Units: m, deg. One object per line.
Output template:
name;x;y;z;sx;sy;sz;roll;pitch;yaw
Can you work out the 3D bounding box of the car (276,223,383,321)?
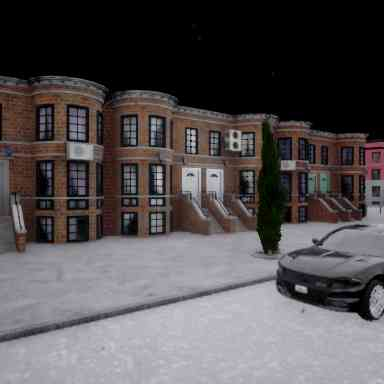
car;4.002;1.477;7.460;5.008;1.535;1.882;0;0;-35
